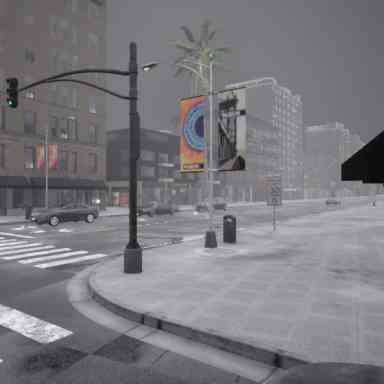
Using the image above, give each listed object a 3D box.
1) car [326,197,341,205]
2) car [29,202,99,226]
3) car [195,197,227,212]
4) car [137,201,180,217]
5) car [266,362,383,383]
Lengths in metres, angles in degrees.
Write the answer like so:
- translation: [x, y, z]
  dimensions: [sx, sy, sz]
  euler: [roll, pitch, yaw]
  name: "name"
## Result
- translation: [26.365, 1.710, 62.065]
  dimensions: [1.994, 1.385, 4.181]
  euler: [0, 0, 35]
  name: "car"
- translation: [-8.921, 1.520, 23.566]
  dimensions: [1.837, 1.490, 4.892]
  euler: [0, 0, 35]
  name: "car"
- translation: [2.345, 1.404, 39.556]
  dimensions: [2.097, 1.767, 4.553]
  euler: [0, 0, 35]
  name: "car"
- translation: [-3.301, 1.580, 31.547]
  dimensions: [2.033, 1.411, 5.357]
  euler: [0, 0, 35]
  name: "car"
- translation: [2.203, 1.551, 1.279]
  dimensions: [4.403, 1.369, 2.008]
  euler: [0, 0, 35]
  name: "car"
